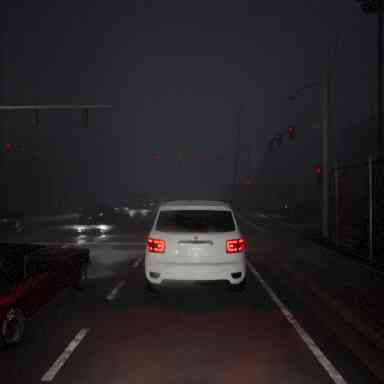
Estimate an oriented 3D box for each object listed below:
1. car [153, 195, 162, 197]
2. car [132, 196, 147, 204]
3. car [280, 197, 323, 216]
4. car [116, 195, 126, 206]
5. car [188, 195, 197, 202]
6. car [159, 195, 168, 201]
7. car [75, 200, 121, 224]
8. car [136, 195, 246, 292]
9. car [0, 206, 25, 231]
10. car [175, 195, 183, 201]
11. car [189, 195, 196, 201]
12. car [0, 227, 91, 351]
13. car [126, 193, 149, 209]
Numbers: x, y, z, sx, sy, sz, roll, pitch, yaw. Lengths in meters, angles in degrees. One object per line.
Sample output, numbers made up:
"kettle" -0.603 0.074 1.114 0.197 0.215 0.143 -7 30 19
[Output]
"car" -6.934 1.506 64.656 1.837 1.490 4.892 0 -1 1
"car" -10.407 1.547 66.400 2.033 1.411 5.357 0 0 0
"car" 11.002 1.407 32.657 4.553 1.767 2.097 0 0 0
"car" -10.513 1.352 51.152 2.097 1.767 4.553 0 0 0
"car" 0.125 1.523 75.725 2.128 1.511 4.902 0 0 0
"car" -6.874 1.360 79.806 1.812 1.442 4.674 0 0 0
"car" -7.061 1.553 25.350 1.812 1.442 4.674 0 0 0
"car" 0.087 1.221 9.072 2.150 2.045 5.566 0 0 0
"car" -10.573 1.503 17.253 2.128 1.511 4.902 0 -1 0
"car" -3.364 1.540 86.011 2.033 1.411 5.357 0 0 0
"car" 0.136 1.524 86.128 1.812 1.442 4.674 0 0 0
"car" -3.433 1.601 6.147 1.895 1.301 4.718 0 0 1
"car" -7.028 1.221 45.329 2.150 2.045 5.566 0 0 0
